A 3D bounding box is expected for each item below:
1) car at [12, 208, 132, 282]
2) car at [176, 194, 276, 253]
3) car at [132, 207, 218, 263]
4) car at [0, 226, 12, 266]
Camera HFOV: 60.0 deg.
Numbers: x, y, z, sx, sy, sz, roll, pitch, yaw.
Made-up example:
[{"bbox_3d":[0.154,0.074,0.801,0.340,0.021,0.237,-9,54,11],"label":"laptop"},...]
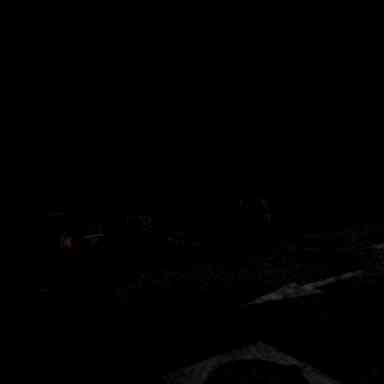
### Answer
[{"bbox_3d":[-4.294,1.336,9.919,4.553,1.767,2.185,-1,0,34],"label":"car"},{"bbox_3d":[0.573,1.144,13.457,5.566,2.045,2.435,-1,0,35],"label":"car"},{"bbox_3d":[-1.860,1.430,11.699,4.892,1.521,2.231,-1,-1,34],"label":"car"},{"bbox_3d":[-6.802,1.371,8.204,4.553,1.767,2.185,-1,-1,34],"label":"car"}]
